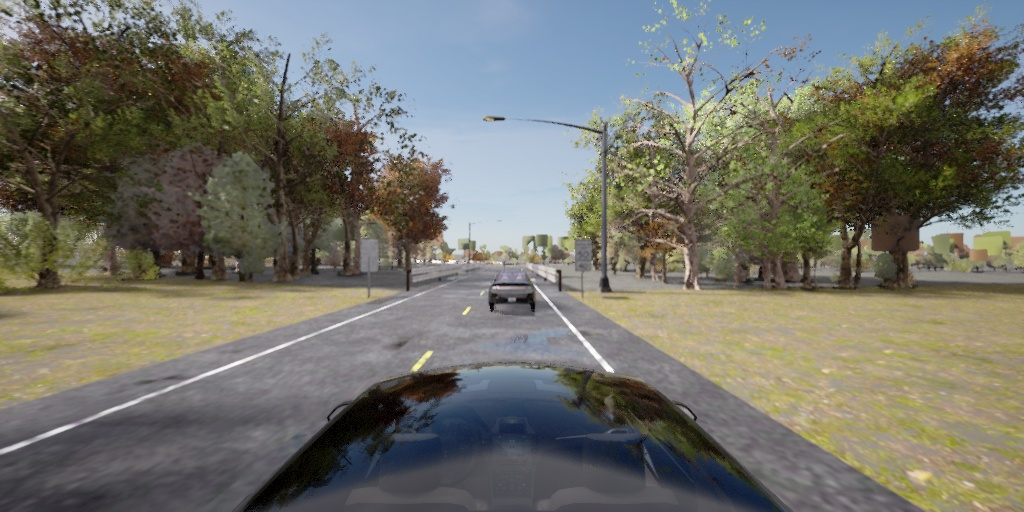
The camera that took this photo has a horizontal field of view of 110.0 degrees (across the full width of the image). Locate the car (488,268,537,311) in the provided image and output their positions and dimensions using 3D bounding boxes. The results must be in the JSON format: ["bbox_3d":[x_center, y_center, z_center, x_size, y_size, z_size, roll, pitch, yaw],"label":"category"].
[{"bbox_3d":[0.021,1.381,15.333,2.128,1.511,4.902,0,0,1],"label":"car"}]
